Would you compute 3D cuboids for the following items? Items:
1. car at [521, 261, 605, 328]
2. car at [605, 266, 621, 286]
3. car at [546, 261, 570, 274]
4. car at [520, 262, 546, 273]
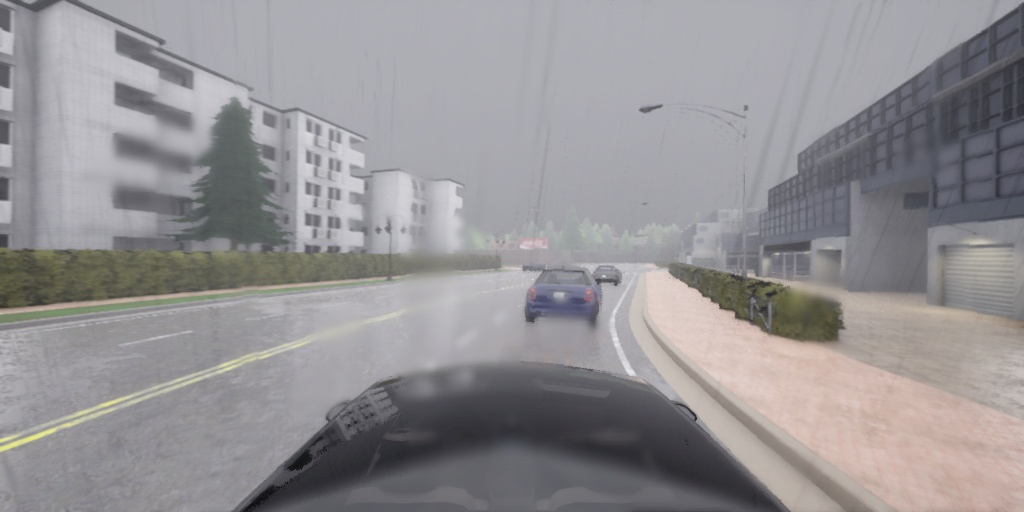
[{"bbox_3d":[1.888,1.127,11.939,2.097,1.767,4.553,1,0,15],"label":"car"},{"bbox_3d":[7.091,1.400,26.896,1.994,1.385,4.181,1,0,20],"label":"car"},{"bbox_3d":[5.713,1.332,43.769,1.837,1.490,4.892,1,-1,21],"label":"car"},{"bbox_3d":[2.755,1.394,45.835,1.895,1.301,4.718,1,0,21],"label":"car"}]
